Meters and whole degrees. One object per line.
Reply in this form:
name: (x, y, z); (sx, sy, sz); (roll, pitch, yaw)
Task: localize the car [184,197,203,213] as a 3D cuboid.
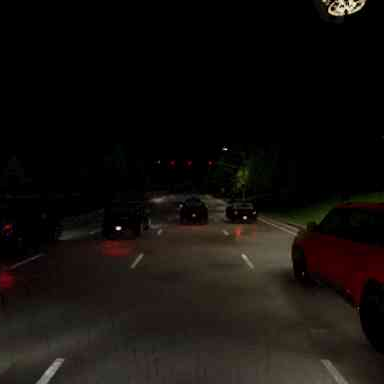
car: (0.159, 1.332, 35.500); (1.812, 1.442, 4.674); (0, 0, 0)

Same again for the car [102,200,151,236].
car: (-3.374, 1.407, 17.701); (1.837, 1.490, 4.892); (0, 0, 0)

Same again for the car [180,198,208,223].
car: (0.135, 1.347, 23.938); (1.882, 1.535, 5.008); (0, 0, 0)

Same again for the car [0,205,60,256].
car: (-6.875, 1.281, 12.957); (2.097, 1.767, 4.553); (0, 0, -1)

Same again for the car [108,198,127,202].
car: (-6.853, 1.333, 31.175); (1.837, 1.490, 4.892); (0, 0, 0)

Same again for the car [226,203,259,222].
car: (3.638, 1.465, 25.030); (1.895, 1.301, 4.718); (0, 0, 0)

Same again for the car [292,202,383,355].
car: (3.607, 1.184, 6.155); (2.150, 2.045, 5.566); (0, 0, 0)
